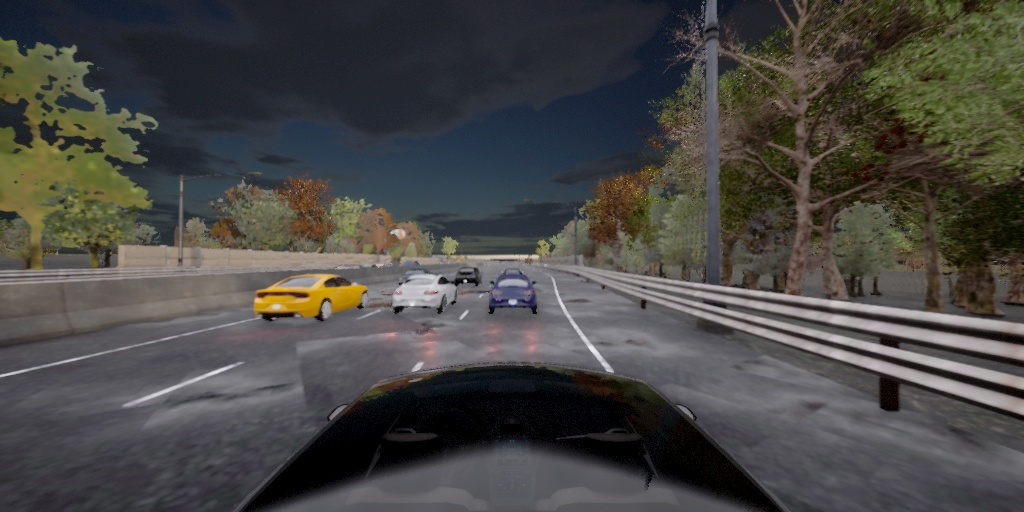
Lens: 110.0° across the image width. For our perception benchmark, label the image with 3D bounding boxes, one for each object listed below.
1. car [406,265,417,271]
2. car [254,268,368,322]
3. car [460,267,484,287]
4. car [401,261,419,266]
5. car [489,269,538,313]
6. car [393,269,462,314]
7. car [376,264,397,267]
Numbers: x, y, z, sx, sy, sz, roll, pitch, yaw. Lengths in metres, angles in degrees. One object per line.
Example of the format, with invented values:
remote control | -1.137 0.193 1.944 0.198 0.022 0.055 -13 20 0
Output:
car | -6.975 1.648 26.937 2.033 1.411 5.357 0 -1 1
car | -6.964 1.384 13.099 1.882 1.535 5.008 0 -1 0
car | -3.455 1.637 29.118 1.837 1.490 4.892 0 0 0
car | -17.528 1.837 61.913 2.150 2.045 5.566 0 -1 1
car | 0.049 1.455 14.805 1.812 1.442 4.674 0 -1 0
car | -3.450 1.454 14.771 1.812 1.442 4.674 0 -1 0
car | -21.027 2.110 61.842 2.128 1.511 4.902 0 -1 1
